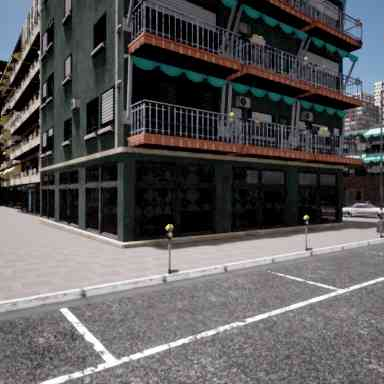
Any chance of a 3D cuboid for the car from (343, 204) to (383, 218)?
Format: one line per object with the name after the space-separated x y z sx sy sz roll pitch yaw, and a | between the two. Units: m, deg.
16.787 1.791 31.906 1.895 1.301 4.718 0 -1 -36 | car
